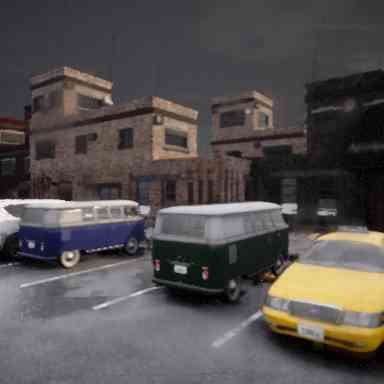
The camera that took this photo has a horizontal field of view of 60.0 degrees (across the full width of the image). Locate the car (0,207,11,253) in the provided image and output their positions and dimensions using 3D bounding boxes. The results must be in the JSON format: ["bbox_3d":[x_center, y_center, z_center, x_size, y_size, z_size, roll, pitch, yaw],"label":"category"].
[{"bbox_3d":[-8.017,1.568,14.673,2.097,1.535,5.008,-1,0,35],"label":"car"}]

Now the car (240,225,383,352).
[{"bbox_3d":[3.098,1.483,6.516,1.946,1.575,5.366,0,0,35],"label":"car"}]

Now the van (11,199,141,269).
[{"bbox_3d":[-3.464,1.307,11.563,1.878,1.987,4.442,0,0,35],"label":"van"}]

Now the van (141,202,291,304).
[{"bbox_3d":[1.026,1.274,8.364,1.878,1.987,4.442,0,0,35],"label":"van"}]

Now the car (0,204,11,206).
[{"bbox_3d":[-12.493,1.639,17.892,2.163,1.488,4.792,-1,0,35],"label":"car"}]
